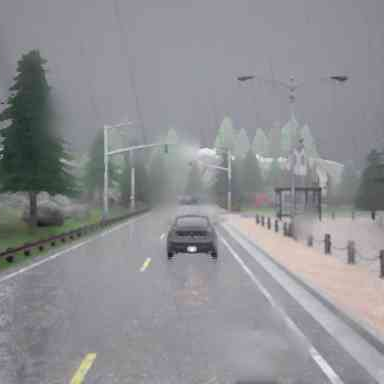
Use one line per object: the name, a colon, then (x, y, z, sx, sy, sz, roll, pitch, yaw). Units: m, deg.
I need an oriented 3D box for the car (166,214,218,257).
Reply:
car: (0.017, 1.651, 13.495, 1.837, 1.490, 4.892, 0, 0, 0)

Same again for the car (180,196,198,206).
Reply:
car: (-0.646, 2.006, 73.727, 2.150, 2.045, 5.566, 0, -1, 24)

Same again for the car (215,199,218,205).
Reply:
car: (7.684, 2.196, 79.326, 4.553, 1.767, 2.097, 1, -1, -44)
